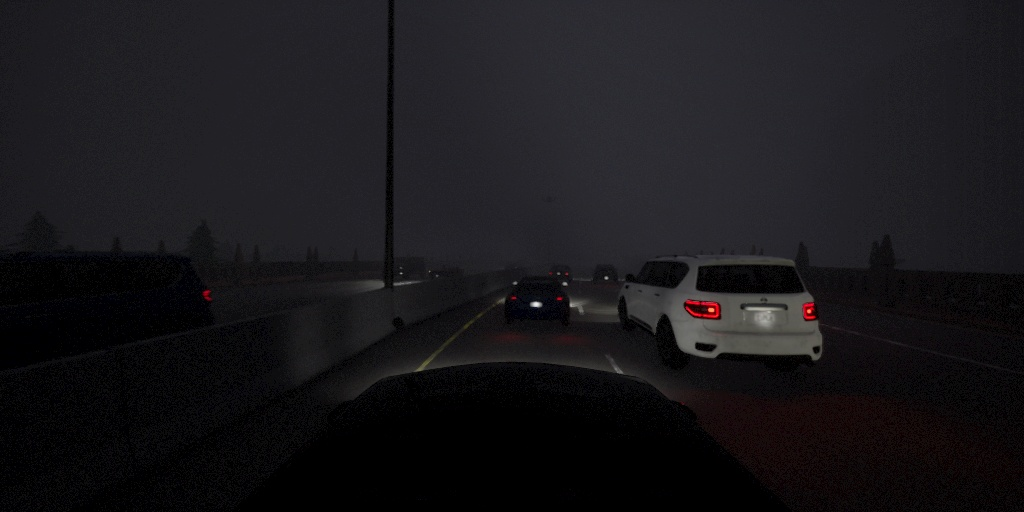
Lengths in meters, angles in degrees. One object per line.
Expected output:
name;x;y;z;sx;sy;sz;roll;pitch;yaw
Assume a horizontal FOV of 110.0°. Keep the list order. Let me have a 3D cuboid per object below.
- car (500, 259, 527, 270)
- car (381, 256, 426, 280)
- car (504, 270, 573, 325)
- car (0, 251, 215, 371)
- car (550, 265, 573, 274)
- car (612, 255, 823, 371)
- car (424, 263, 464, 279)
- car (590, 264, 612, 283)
car;0.261;1.417;47.164;1.882;1.535;5.008;0;-1;12
car;-9.775;1.041;33.024;2.150;2.045;5.566;0;0;12
car;0.917;1.345;12.095;1.994;1.385;4.181;0;0;7
car;-6.930;0.945;4.632;2.150;2.045;5.566;0;0;2
car;4.065;1.411;29.842;2.033;1.411;5.357;0;0;11
car;3.955;1.004;8.000;2.150;2.045;5.566;0;0;4
car;-6.113;1.438;33.482;1.895;1.301;4.718;0;0;12
car;7.453;1.379;28.873;1.837;1.490;4.892;0;0;11
